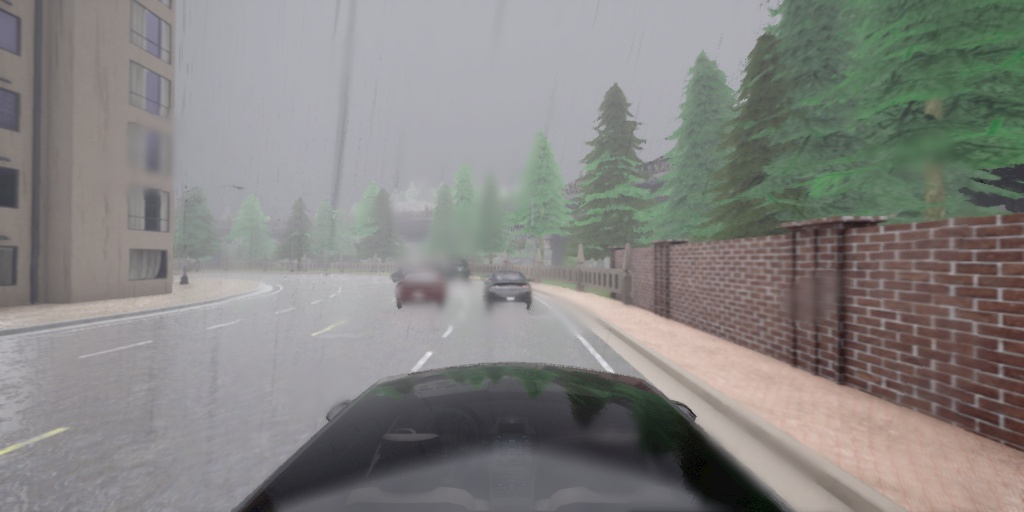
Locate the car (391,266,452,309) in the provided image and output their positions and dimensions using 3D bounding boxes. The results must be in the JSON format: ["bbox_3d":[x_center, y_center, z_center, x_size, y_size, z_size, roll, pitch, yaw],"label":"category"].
[{"bbox_3d":[-3.891,1.383,16.147,1.882,1.535,5.008,0,0,-8],"label":"car"}]

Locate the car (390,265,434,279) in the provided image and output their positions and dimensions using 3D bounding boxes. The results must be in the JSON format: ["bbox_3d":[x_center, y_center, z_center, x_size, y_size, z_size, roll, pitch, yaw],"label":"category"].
[{"bbox_3d":[-8.464,1.595,29.346,2.033,1.411,5.357,0,-1,-32],"label":"car"}]

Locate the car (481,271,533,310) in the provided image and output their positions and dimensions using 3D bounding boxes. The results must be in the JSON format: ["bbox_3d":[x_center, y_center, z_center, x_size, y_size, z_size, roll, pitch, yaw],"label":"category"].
[{"bbox_3d":[-0.270,1.392,15.554,2.128,1.511,4.902,0,0,-6],"label":"car"}]

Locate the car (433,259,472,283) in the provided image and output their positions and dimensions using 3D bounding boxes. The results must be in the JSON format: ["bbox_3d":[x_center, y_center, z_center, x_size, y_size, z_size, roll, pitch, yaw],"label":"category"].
[{"bbox_3d":[-5.447,1.292,31.120,2.150,2.045,5.566,0,0,-32],"label":"car"}]
